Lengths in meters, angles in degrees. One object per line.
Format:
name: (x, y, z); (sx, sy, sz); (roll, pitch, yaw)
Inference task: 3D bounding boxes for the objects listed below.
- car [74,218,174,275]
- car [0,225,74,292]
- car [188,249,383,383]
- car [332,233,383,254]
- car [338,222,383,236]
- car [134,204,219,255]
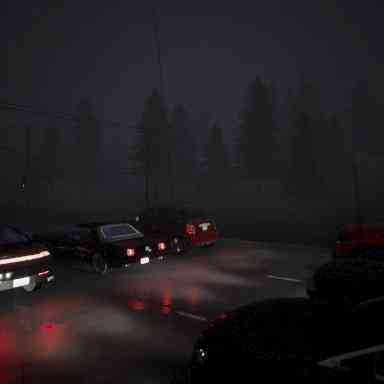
car: (-3.076, 1.600, 10.474); (4.718, 1.301, 1.895); (0, 0, 37)
car: (-5.205, 1.491, 7.698); (4.902, 1.511, 2.128); (0, 0, 35)
car: (2.199, 1.492, 2.408); (4.902, 1.511, 2.128); (0, 0, 36)
car: (4.353, 1.601, 5.191); (4.718, 1.301, 1.895); (0, 0, 35)
car: (6.413, 1.222, 8.020); (5.566, 2.045, 2.150); (0, 0, 35)
car: (-1.256, 1.352, 13.480); (4.553, 1.767, 2.097); (0, 0, 36)
